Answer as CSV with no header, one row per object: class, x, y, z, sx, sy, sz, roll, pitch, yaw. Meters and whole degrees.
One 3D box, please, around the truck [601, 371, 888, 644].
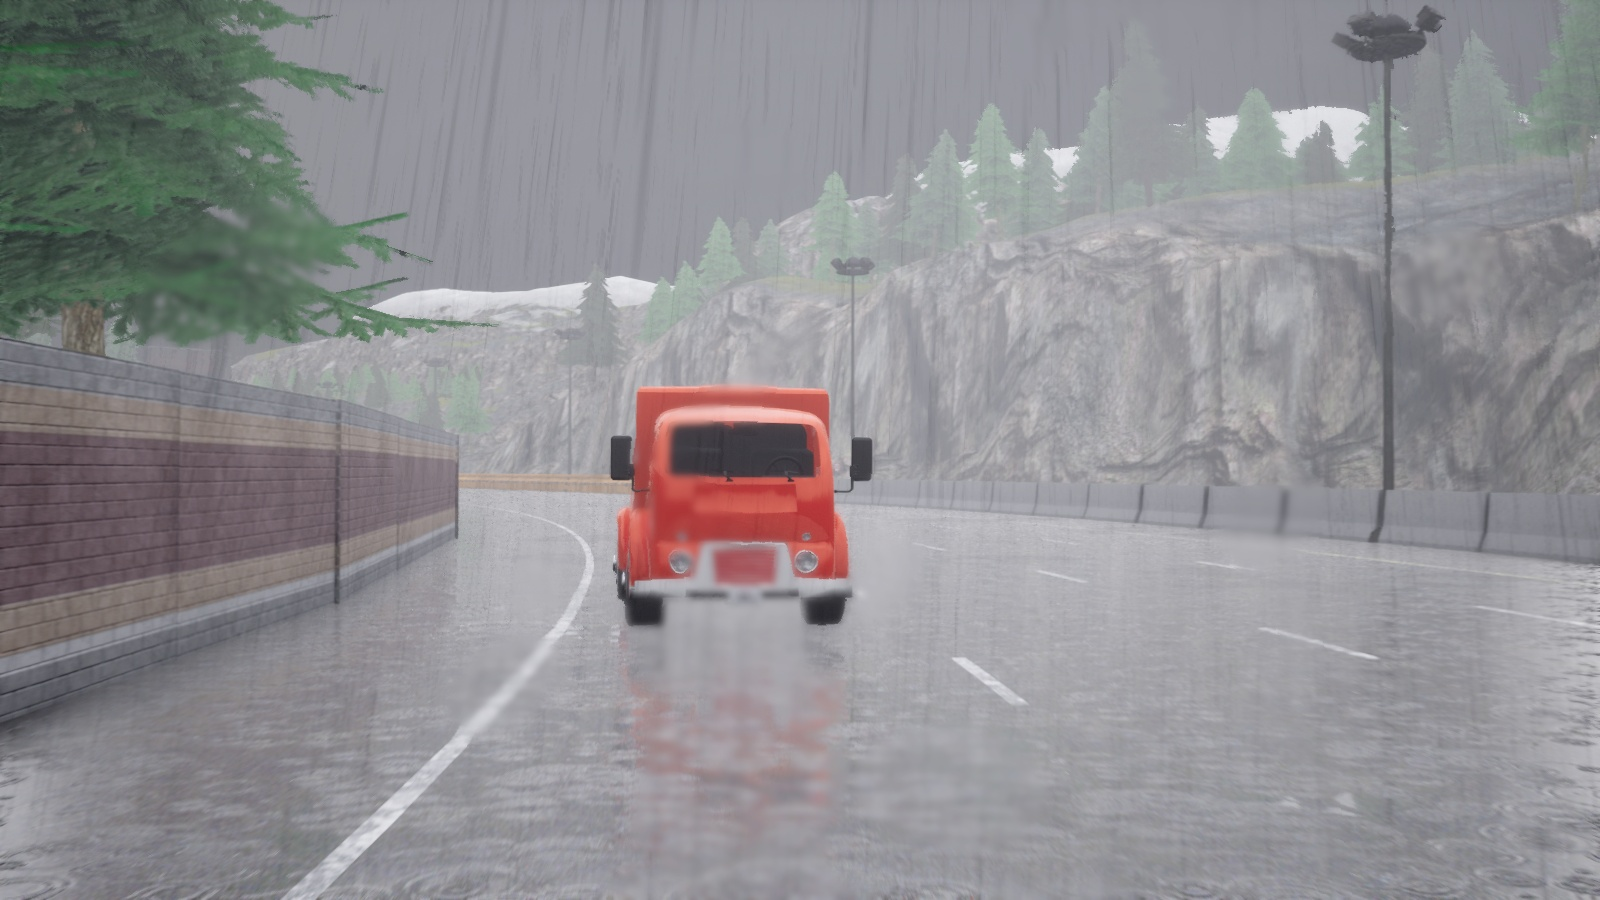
truck,-0.802,0.570,14.088,2.627,2.467,5.204,0,-1,-7
